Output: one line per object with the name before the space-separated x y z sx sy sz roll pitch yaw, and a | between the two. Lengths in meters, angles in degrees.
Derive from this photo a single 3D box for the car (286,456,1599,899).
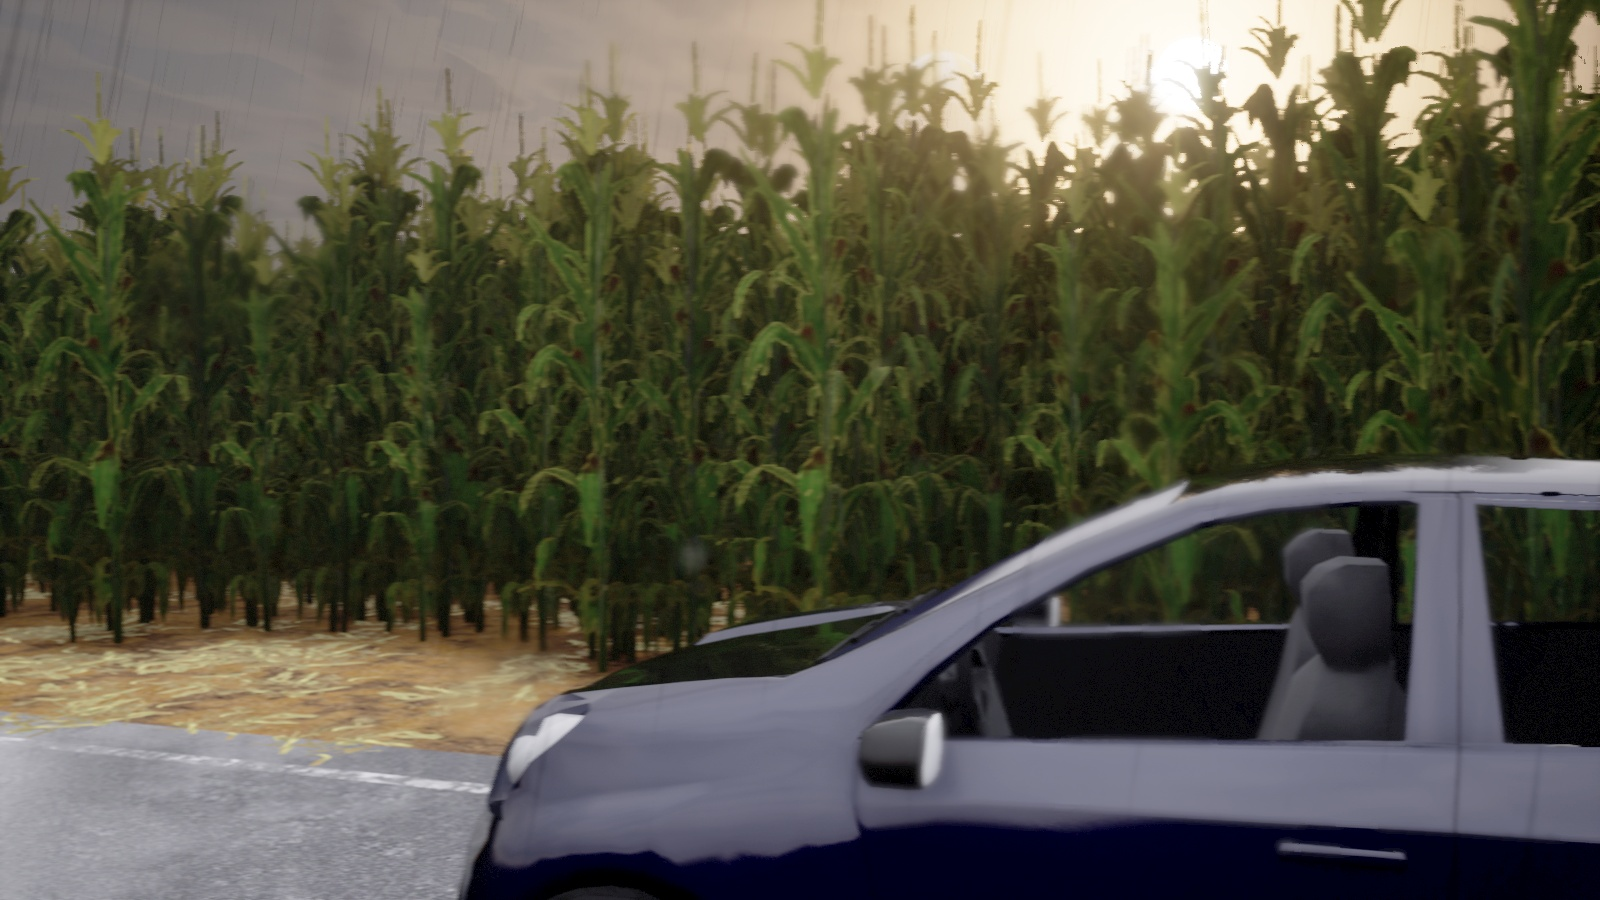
car | 0.966 0.798 2.868 3.633 1.501 1.845 1 1 19
